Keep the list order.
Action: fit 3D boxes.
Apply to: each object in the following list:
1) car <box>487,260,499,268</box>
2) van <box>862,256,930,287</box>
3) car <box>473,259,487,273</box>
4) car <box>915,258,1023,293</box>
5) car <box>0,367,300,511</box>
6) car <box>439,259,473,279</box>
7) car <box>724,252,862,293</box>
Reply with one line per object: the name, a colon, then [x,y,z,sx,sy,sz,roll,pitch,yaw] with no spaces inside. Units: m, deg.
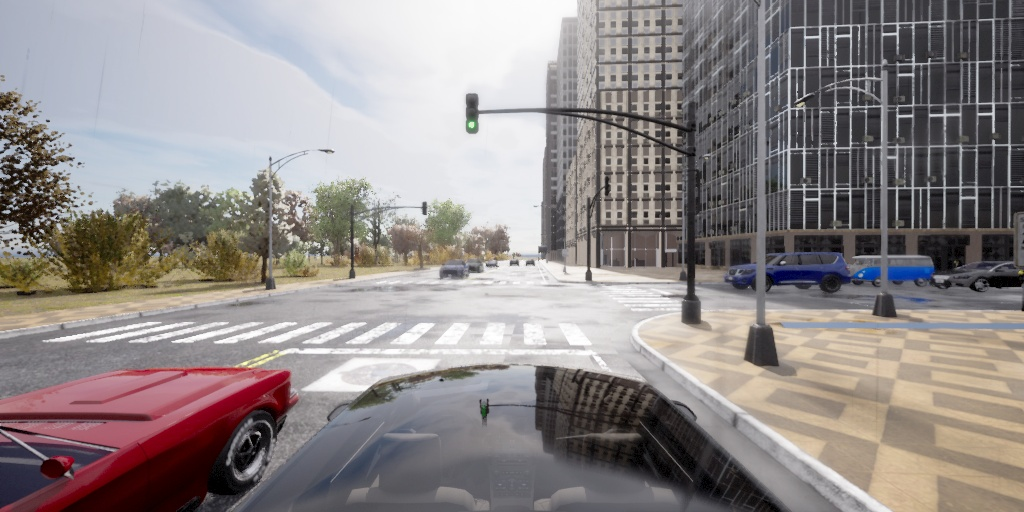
car: [-3.488,1.359,62.817,1.994,1.385,4.181,0,0,4]
van: [22.095,0.869,21.078,3.998,1.789,1.690,0,0,4]
car: [-4.702,1.124,43.325,2.097,1.767,4.553,0,0,3]
car: [24.368,1.009,18.199,4.902,1.511,2.128,0,0,4]
car: [-3.117,1.351,1.549,1.895,1.301,4.718,0,0,0]
car: [-5.276,1.117,33.204,2.097,1.767,4.553,0,0,2]
car: [14.383,0.821,18.885,5.566,2.045,2.150,0,0,4]
